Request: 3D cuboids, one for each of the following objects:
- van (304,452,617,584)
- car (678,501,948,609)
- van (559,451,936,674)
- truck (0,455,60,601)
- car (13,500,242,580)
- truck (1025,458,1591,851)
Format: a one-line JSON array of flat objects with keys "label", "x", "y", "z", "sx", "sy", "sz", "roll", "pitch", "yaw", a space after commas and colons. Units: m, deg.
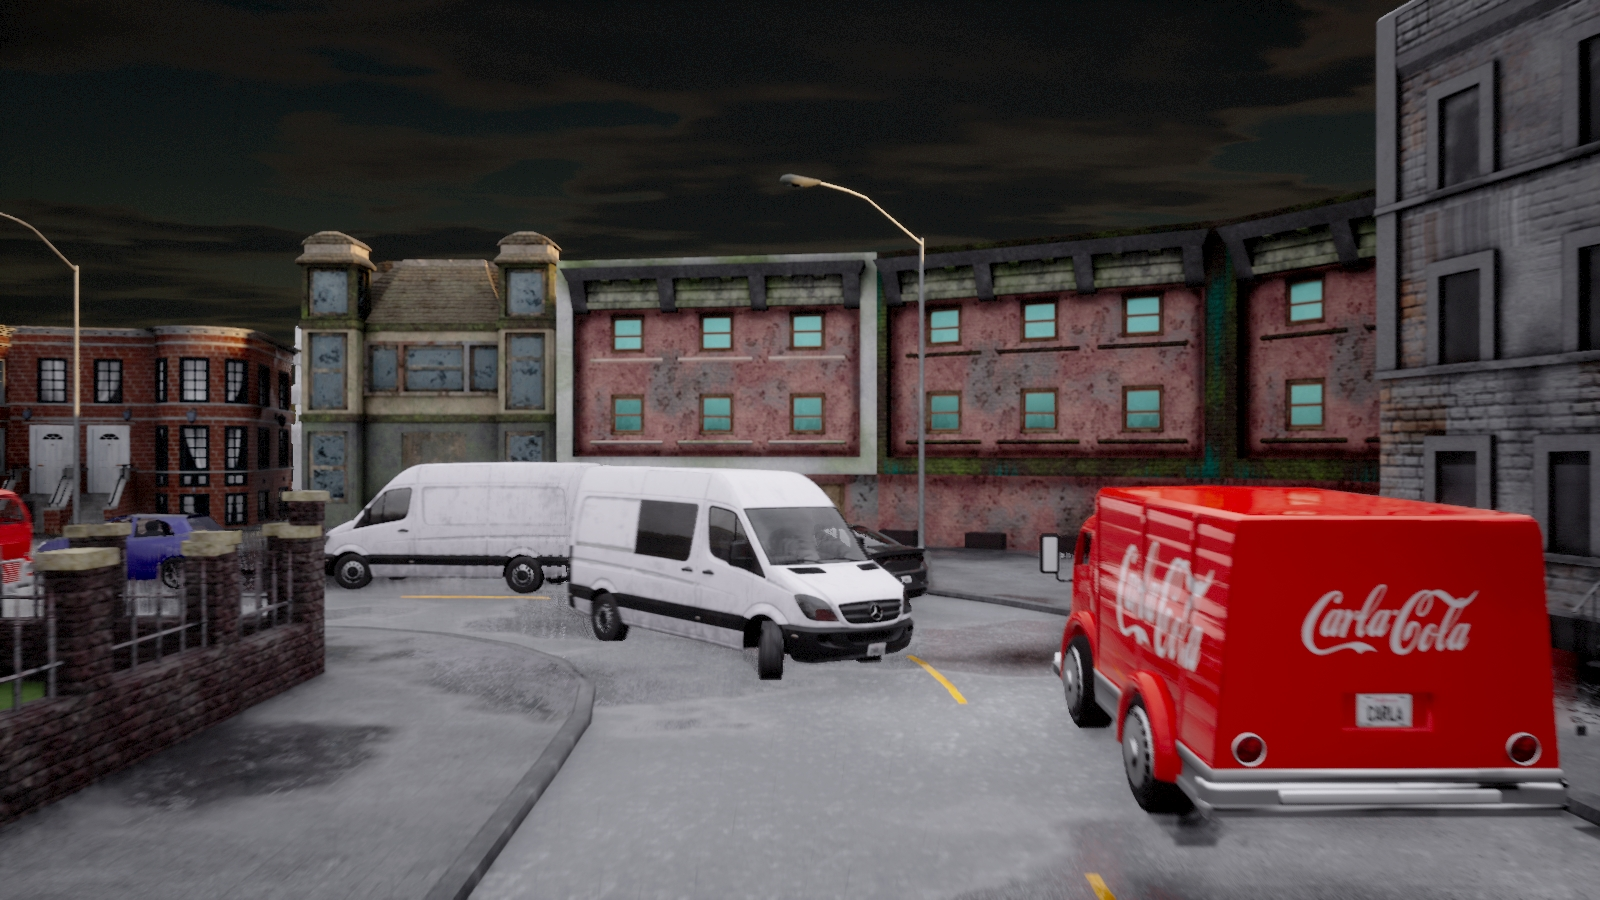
[{"label": "van", "x": -6.948, "y": 1.315, "z": 23.586, "sx": 5.915, "sy": 2.561, "sz": 1.988, "roll": 0, "pitch": 0, "yaw": 10}, {"label": "car", "x": 0.108, "y": 1.816, "z": 21.101, "sx": 2.097, "sy": 1.535, "sz": 5.006, "roll": 0, "pitch": 0, "yaw": -43}, {"label": "van", "x": -0.989, "y": 1.316, "z": 16.051, "sx": 1.988, "sy": 2.561, "sz": 5.915, "roll": 2, "pitch": -1, "yaw": -41}, {"label": "truck", "x": -16.165, "y": 1.357, "z": 19.612, "sx": 5.204, "sy": 2.467, "sz": 2.627, "roll": -1, "pitch": 0, "yaw": 0}, {"label": "car", "x": -13.754, "y": 1.818, "z": 23.540, "sx": 3.633, "sy": 1.501, "sz": 1.845, "roll": 0, "pitch": 0, "yaw": 0}, {"label": "truck", "x": 3.849, "y": 1.360, "z": 10.103, "sx": 2.627, "sy": 2.467, "sz": 5.204, "roll": 0, "pitch": 1, "yaw": -1}]
